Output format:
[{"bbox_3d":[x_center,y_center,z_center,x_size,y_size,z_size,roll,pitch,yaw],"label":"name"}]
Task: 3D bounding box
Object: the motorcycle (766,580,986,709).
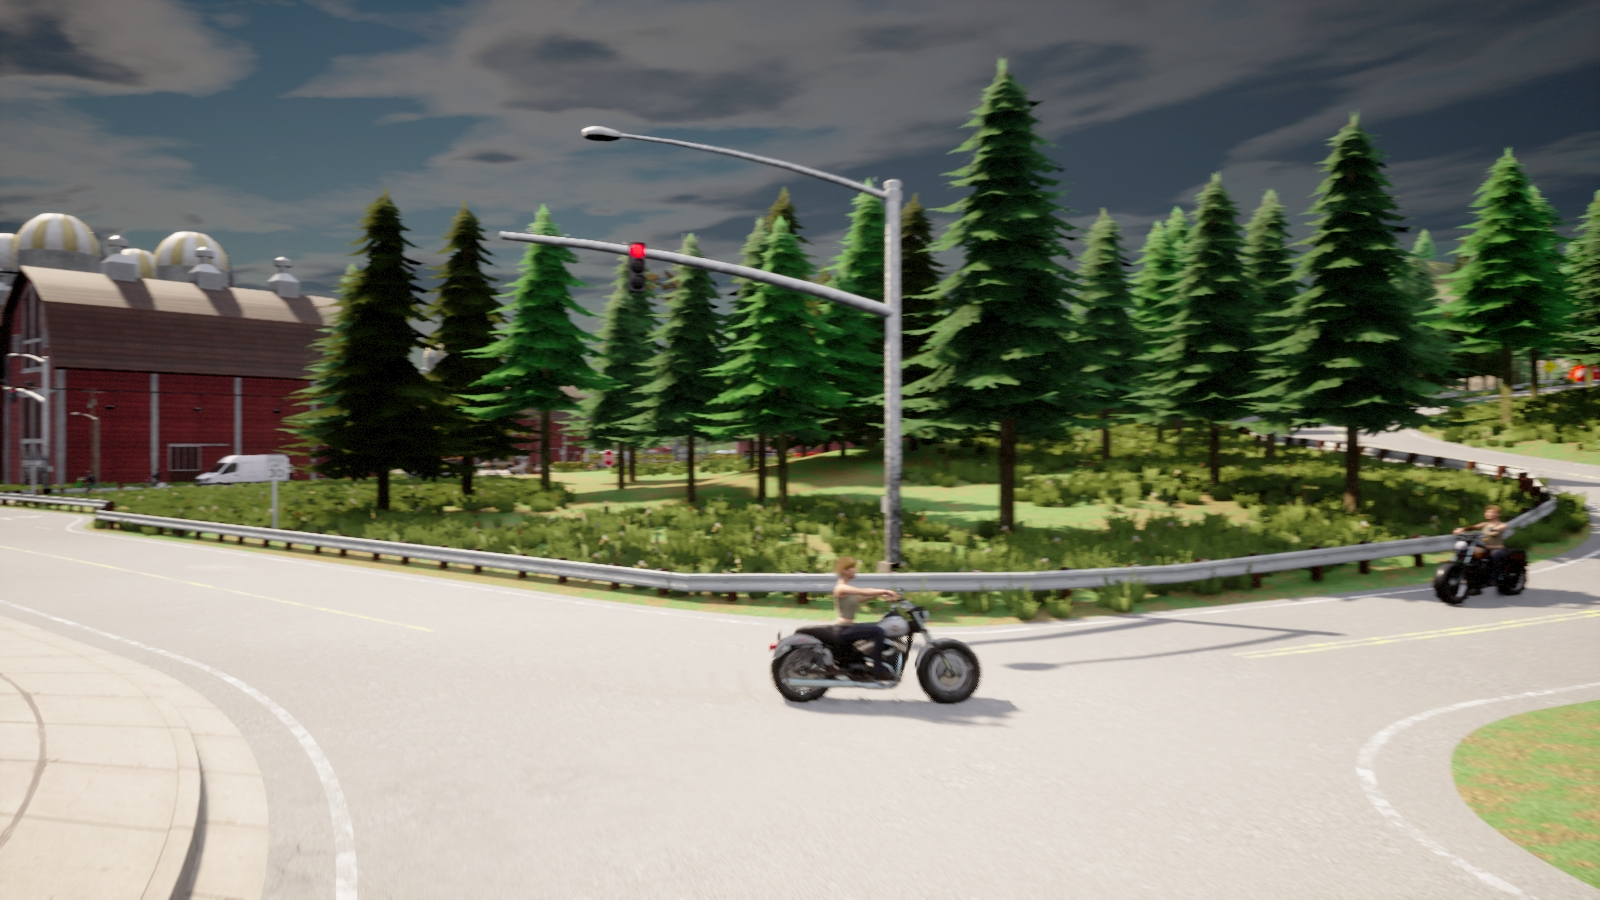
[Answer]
[{"bbox_3d":[0.833,2.135,12.675,2.356,1.307,0.764,0,-4,3],"label":"motorcycle"}]
